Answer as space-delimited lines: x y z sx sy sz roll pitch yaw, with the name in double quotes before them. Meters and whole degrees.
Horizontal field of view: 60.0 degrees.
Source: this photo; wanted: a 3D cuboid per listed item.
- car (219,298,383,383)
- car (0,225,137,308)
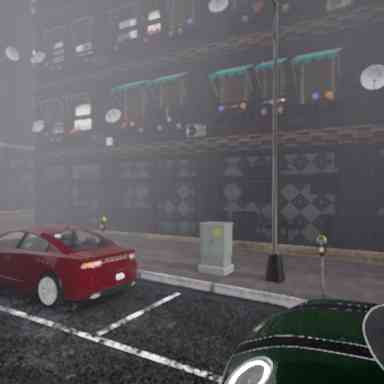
"car" 2.417 1.397 2.178 4.553 1.767 2.097 2 1 29
"car" -3.299 1.382 7.318 4.507 1.381 1.887 2 -1 29
